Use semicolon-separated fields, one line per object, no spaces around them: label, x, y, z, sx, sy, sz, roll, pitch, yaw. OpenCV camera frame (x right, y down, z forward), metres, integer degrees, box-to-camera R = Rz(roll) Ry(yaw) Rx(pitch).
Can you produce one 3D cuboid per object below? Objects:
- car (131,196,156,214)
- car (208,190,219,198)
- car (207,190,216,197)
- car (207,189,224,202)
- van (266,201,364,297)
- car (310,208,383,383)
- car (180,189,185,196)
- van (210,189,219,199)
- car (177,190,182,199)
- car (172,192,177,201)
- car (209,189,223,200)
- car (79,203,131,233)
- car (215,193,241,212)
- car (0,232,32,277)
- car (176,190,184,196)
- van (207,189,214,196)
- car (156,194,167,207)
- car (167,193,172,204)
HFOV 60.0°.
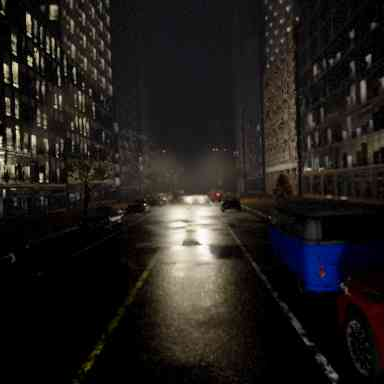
car;-4.895;1.318;30.730;2.008;1.369;4.403;-2;1;1
car;4.485;0.407;70.282;1.967;1.590;4.097;-2;1;1
car;4.773;0.253;81.644;1.967;1.590;4.097;-2;1;1
car;4.046;0.513;53.236;2.192;1.841;5.009;-2;1;1
van;2.891;1.149;7.786;1.690;1.788;3.998;-2;1;1
car;2.746;1.199;2.104;2.192;1.841;5.009;-2;1;1
car;-3.595;0.628;81.862;2.008;1.369;4.403;-2;1;1
van;4.336;0.385;64.599;1.690;1.788;3.998;-2;1;1
car;-3.884;0.798;70.500;1.947;1.339;4.313;-2;1;1
car;-4.178;0.913;58.967;1.752;1.417;4.829;-2;1;1
car;4.191;0.436;58.918;2.192;1.841;5.009;-2;1;1
car;-5.185;1.471;19.368;2.008;1.369;4.403;-2;1;1
car;3.478;1.054;30.513;2.008;1.369;4.403;-2;1;1
car;-5.472;1.654;8.005;1.802;1.307;4.206;-2;1;1
car;-3.310;0.362;93.223;1.967;1.590;4.097;-2;1;1
van;4.914;0.077;87.324;1.690;1.788;3.998;-2;1;1
car;-4.605;1.197;42.093;1.802;1.307;4.206;-2;1;1
car;-4.467;0.979;47.772;1.967;1.590;4.097;-2;1;1
